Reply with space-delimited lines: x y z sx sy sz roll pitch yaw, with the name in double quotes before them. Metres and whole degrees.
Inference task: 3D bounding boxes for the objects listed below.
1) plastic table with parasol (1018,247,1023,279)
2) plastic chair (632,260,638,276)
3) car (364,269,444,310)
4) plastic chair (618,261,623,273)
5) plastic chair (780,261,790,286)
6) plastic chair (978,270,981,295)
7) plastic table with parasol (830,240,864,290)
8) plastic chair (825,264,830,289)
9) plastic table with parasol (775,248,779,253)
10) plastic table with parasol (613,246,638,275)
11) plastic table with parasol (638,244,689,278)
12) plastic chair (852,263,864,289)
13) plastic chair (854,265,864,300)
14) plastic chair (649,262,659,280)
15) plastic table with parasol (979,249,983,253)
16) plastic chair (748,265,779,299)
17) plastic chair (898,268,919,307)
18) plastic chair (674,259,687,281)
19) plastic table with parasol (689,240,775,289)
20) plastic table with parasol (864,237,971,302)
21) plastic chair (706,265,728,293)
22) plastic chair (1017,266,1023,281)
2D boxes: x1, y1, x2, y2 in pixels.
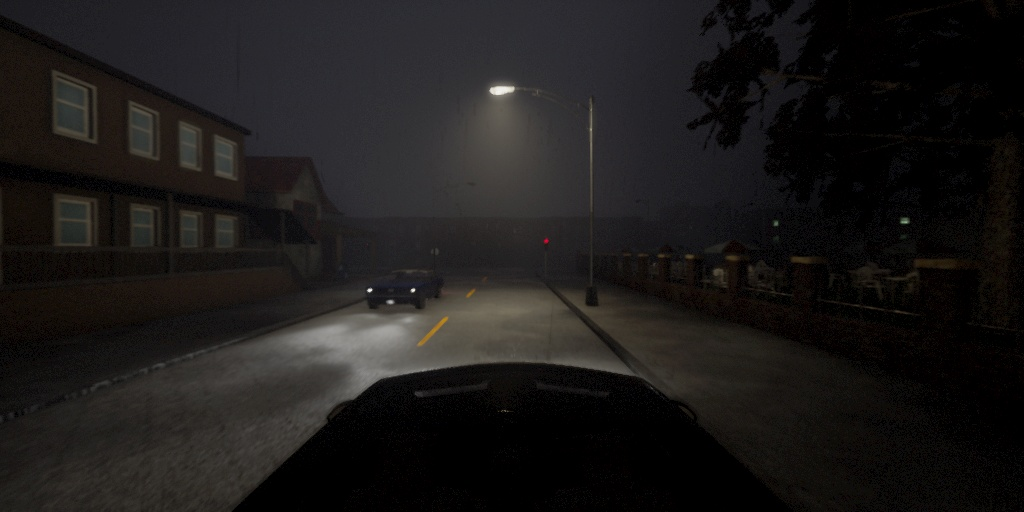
"plastic table with parasol" 33.553 0.471 22.598 2.482 2.480 2.482 0 0 -40
"plastic chair" 10.429 0.995 28.952 0.750 1.272 0.730 0 0 -40
"car" -3.998 1.195 14.048 1.895 1.301 4.718 0 1 0
"plastic chair" 8.723 0.994 29.050 0.730 1.272 0.750 0 0 -35
"plastic chair" 15.435 1.053 20.769 0.750 1.272 0.730 0 0 -40
"plastic chair" 16.030 1.159 12.540 0.750 1.272 0.730 0 0 -40
"plastic table with parasol" 17.945 0.415 17.955 2.482 2.480 2.482 0 0 -39
"plastic chair" 17.197 1.077 18.965 0.750 1.272 0.730 0 0 -41
"plastic table with parasol" 14.679 0.420 21.752 2.482 2.480 2.482 0 0 -42
"plastic table with parasol" 9.697 0.379 29.951 2.482 2.480 2.482 0 0 -40
"plastic table with parasol" 10.694 0.414 24.720 2.482 2.480 2.482 0 0 -40
"plastic chair" 16.952 1.093 17.113 0.730 1.272 0.750 0 0 -34
"plastic chair" 14.554 1.131 14.570 0.750 1.272 0.730 0 0 -40
"plastic chair" 9.720 1.029 23.819 0.730 1.272 0.750 0 0 -35
"plastic table with parasol" 36.195 0.423 26.426 2.482 2.480 2.482 0 0 -40
"plastic chair" 10.711 1.139 15.283 0.750 1.272 0.730 0 0 -40
"plastic chair" 14.323 1.168 12.637 0.730 1.272 0.750 0 0 -35
"plastic chair" 11.426 1.024 23.721 0.750 1.272 0.730 0 0 -40
"plastic table with parasol" 9.979 0.500 16.279 2.482 2.480 2.482 0 0 -40
"plastic table with parasol" 15.297 0.545 13.538 2.482 2.480 2.482 0 0 -40
"plastic chair" 9.005 1.143 15.380 0.730 1.272 0.750 0 0 -35
"plastic chair" 32.809 1.062 23.629 0.750 1.272 0.730 0 0 -40
